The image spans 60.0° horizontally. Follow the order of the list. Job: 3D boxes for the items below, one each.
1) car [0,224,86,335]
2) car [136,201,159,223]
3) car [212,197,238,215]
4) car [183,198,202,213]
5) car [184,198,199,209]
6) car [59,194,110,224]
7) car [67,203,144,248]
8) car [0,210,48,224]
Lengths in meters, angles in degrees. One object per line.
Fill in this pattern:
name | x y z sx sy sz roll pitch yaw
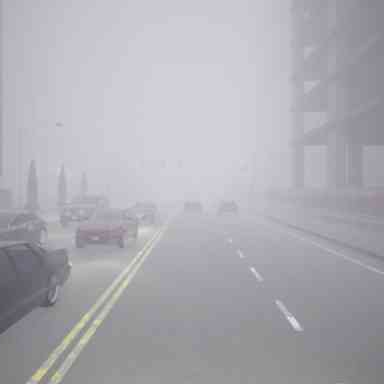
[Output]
car | -3.600 1.540 5.224 2.033 1.411 5.357 0 0 0
car | -3.583 1.456 25.241 2.128 1.511 4.902 0 0 0
car | 3.506 1.446 33.454 2.128 1.511 4.902 0 0 0
car | 0.100 1.428 35.616 1.882 1.535 5.008 0 0 0
car | -0.032 1.500 45.936 1.994 1.385 4.181 0 0 -1
car | -7.088 1.190 22.831 2.150 2.045 5.566 0 0 0
car | -3.599 1.457 14.878 1.882 1.535 5.008 0 0 0
car | -7.098 1.487 12.467 1.837 1.490 4.892 0 0 0
